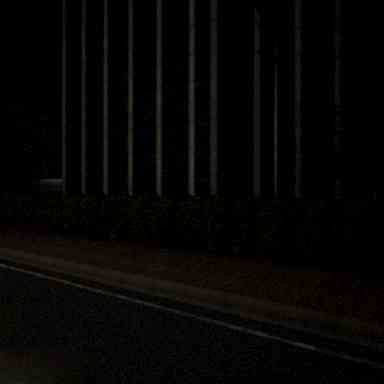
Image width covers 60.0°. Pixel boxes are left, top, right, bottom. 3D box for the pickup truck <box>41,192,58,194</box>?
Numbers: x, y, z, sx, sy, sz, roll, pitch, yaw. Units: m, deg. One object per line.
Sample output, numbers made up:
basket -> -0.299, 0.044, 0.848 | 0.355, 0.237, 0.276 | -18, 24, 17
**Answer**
pickup truck -> -30.425, 0.981, 72.429 | 6.274, 2.098, 2.390 | 0, 0, -24
